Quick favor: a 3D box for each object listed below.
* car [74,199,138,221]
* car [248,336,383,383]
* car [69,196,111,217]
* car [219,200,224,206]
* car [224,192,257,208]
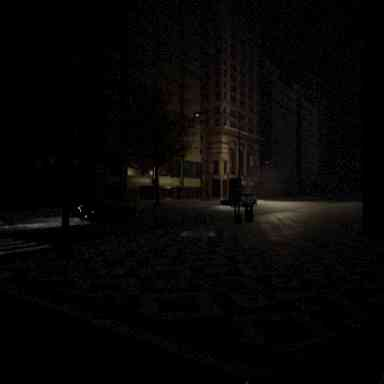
[{"bbox_3d":[-6.672,1.512,26.744,1.895,1.301,4.718,0,0,35],"label":"car"},{"bbox_3d":[2.030,1.441,1.520,4.097,1.590,1.967,0,0,35],"label":"car"},{"bbox_3d":[-8.766,1.242,29.413,2.097,1.767,4.553,0,0,35],"label":"car"},{"bbox_3d":[6.255,1.383,50.792,2.033,1.411,5.357,0,0,35],"label":"car"},{"bbox_3d":[7.169,1.086,46.471,2.150,2.045,5.566,0,0,35],"label":"car"}]
